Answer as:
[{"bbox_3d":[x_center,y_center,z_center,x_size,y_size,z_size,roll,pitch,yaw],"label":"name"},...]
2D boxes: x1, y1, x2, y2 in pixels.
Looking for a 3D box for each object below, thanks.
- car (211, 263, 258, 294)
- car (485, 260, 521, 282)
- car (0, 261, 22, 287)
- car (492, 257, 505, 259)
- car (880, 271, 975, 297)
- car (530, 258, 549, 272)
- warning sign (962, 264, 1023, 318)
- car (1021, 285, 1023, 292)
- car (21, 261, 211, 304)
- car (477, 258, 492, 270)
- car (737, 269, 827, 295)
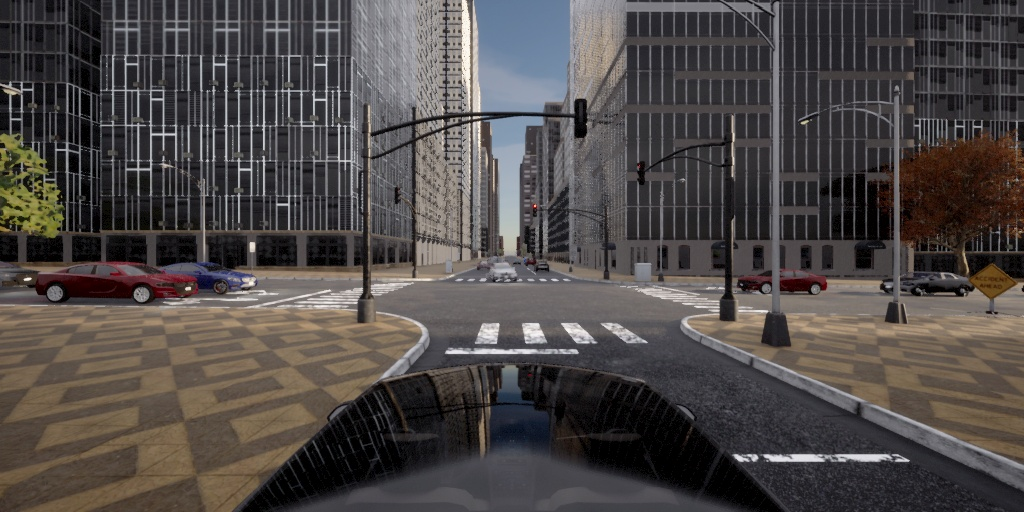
[{"bbox_3d":[-14.977,1.026,17.352,4.674,1.442,1.812,1,0,-1],"label":"car"},{"bbox_3d":[-0.829,1.296,29.041,1.812,1.442,4.674,0,0,-10],"label":"car"},{"bbox_3d":[-24.903,0.882,16.875,4.181,1.385,1.994,1,0,-3],"label":"car"},{"bbox_3d":[-1.663,1.110,55.901,2.097,1.767,4.553,0,0,0],"label":"car"},{"bbox_3d":[26.288,1.739,22.796,4.902,1.511,2.128,1,0,-3],"label":"car"},{"bbox_3d":[3.844,1.329,46.676,1.948,1.339,4.313,0,0,0],"label":"car"},{"bbox_3d":[17.257,1.204,12.900,1.060,1.860,1.300,0,0,-3],"label":"warning sign"},{"bbox_3d":[36.279,1.932,23.269,4.892,1.490,1.837,1,0,-3],"label":"car"},{"bbox_3d":[-15.288,0.973,14.080,5.008,1.535,1.882,1,0,-2],"label":"car"},{"bbox_3d":[-4.119,1.342,52.154,1.802,1.307,4.207,0,0,0],"label":"car"},{"bbox_3d":[16.718,1.554,22.334,5.008,1.535,1.882,1,0,-3],"label":"car"}]
